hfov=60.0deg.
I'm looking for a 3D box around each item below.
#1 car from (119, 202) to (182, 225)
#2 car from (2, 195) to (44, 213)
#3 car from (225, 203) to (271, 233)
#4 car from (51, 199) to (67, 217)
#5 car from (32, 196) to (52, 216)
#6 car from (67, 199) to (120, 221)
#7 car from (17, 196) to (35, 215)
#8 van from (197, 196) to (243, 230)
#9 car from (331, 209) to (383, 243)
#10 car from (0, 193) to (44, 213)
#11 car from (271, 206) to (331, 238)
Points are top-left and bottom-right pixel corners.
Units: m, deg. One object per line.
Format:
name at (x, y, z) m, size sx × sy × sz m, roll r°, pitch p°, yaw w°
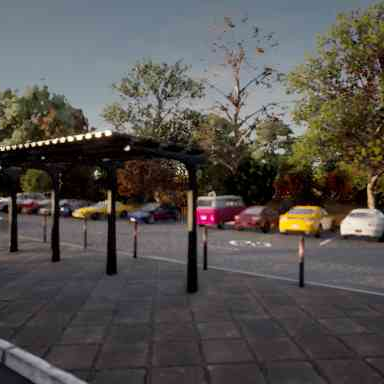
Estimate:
car at (-2.656, 1.498, 24.559) m, size 2.163 × 1.488 × 4.792 m, roll 0°, pitch 0°, yaw 35°
car at (-16.207, 1.407, 34.239) m, size 2.097 × 1.535 × 5.008 m, roll 0°, pitch 0°, yaw 35°
car at (4.143, 1.540, 19.754) m, size 2.002 × 1.452 × 4.674 m, roll 0°, pitch 0°, yaw 35°
car at (-9.408, 1.468, 29.433) m, size 2.163 × 1.488 × 4.792 m, roll 0°, pitch 0°, yaw 35°
car at (-11.682, 1.429, 31.023) m, size 2.231 × 1.521 × 4.892 m, roll 0°, pitch 0°, yaw 35°
car at (-7.271, 1.445, 27.649) m, size 1.946 × 1.575 × 5.366 m, roll 0°, pitch 0°, yaw 35°
car at (-13.945, 1.418, 32.631) m, size 2.097 × 1.535 × 5.008 m, roll 0°, pitch 0°, yaw 35°
van at (1.952, 1.264, 21.460) m, size 1.878 × 1.987 × 4.442 m, roll 0°, pitch 0°, yaw 35°
car at (8.668, 1.561, 16.537) m, size 2.002 × 1.452 × 4.674 m, roll 0°, pitch 0°, yaw 35°
car at (-18.488, 1.146, 35.820) m, size 2.435 × 2.045 × 5.566 m, roll 0°, pitch 0°, yaw 35°
car at (6.405, 1.510, 18.143) m, size 2.097 × 1.535 × 5.008 m, roll 0°, pitch 0°, yaw 35°
